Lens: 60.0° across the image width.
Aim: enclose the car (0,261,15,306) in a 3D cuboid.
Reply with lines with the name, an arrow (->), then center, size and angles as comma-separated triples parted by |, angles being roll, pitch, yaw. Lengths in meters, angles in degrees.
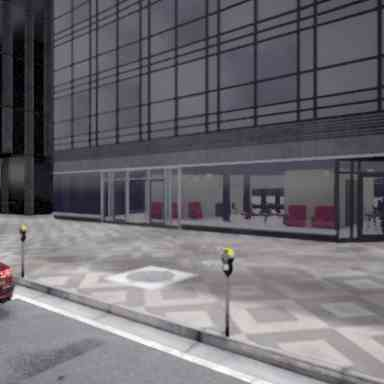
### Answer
car -> -5.161, 1.579, 6.646 | 4.206, 1.307, 1.802 | 0, 0, 36
